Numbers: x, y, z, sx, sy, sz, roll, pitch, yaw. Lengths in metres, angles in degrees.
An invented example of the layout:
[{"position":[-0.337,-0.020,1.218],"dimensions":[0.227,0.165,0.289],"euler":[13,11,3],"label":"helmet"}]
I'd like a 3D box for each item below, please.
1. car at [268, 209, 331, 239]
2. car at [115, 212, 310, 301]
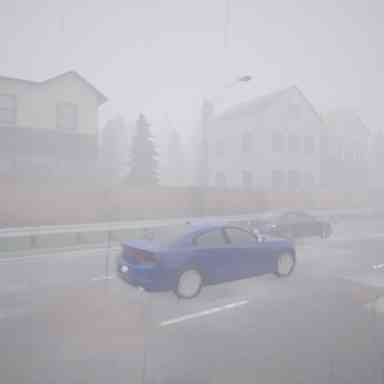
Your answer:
[{"position":[4.608,1.524,15.650],"dimensions":[4.674,1.442,1.812],"euler":[0,0,-36],"label":"car"},{"position":[0.582,1.477,8.462],"dimensions":[5.008,1.535,1.882],"euler":[0,0,-36],"label":"car"}]
